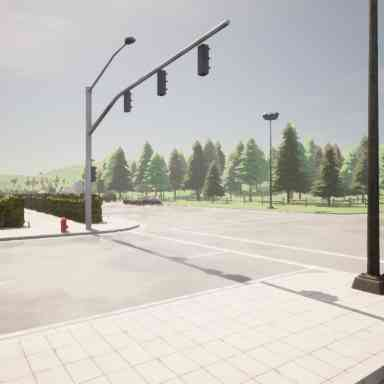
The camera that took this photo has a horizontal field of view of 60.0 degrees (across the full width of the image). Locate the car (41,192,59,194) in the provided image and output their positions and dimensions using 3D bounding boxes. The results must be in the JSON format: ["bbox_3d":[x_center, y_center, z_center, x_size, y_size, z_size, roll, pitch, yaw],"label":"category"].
[{"bbox_3d":[-24.127,1.221,57.611,2.150,2.045,5.566,0,0,-35],"label":"car"}]

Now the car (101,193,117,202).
[{"bbox_3d":[-18.748,1.225,74.505,2.150,2.045,5.566,0,0,-35],"label":"car"}]

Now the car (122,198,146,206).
[{"bbox_3d":[-10.030,1.601,55.827,1.895,1.301,4.718,0,0,-35],"label":"car"}]

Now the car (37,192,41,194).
[{"bbox_3d":[-29.798,1.058,65.852,2.150,2.045,5.566,0,0,-35],"label":"car"}]

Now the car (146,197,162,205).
[{"bbox_3d":[-7.124,1.600,57.777,1.895,1.301,4.718,0,0,-35],"label":"car"}]
